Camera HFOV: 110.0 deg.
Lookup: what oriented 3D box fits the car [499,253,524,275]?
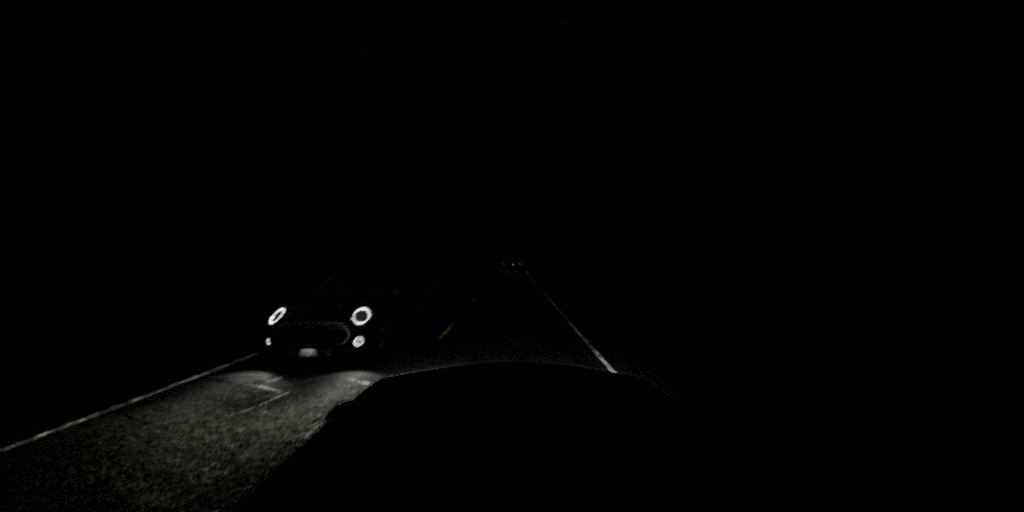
[{"bbox_3d":[0.093,0.911,37.591,2.150,2.045,5.566,0,0,0],"label":"car"}]

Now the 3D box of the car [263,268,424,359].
[{"bbox_3d":[-3.601,1.117,8.576,2.097,1.767,4.553,0,0,0],"label":"car"}]
